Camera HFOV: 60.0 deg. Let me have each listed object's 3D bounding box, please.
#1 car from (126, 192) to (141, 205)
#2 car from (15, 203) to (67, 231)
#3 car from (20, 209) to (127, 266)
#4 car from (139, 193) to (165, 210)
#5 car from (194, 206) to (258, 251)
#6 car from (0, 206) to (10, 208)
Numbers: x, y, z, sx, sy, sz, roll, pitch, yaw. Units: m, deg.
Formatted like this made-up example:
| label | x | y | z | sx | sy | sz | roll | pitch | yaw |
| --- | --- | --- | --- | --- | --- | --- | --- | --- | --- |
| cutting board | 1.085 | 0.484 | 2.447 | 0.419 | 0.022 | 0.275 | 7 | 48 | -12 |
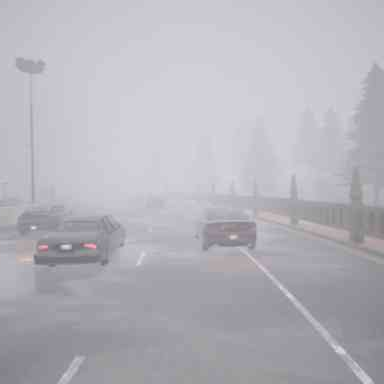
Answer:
| label | x | y | z | sx | sy | sz | roll | pitch | yaw |
| --- | --- | --- | --- | --- | --- | --- | --- | --- | --- |
| car | -7.867 | 0.834 | 46.817 | 2.097 | 1.767 | 4.553 | -1 | 1 | -24 |
| car | -7.588 | 1.365 | 17.783 | 1.837 | 1.490 | 4.892 | -1 | 1 | -6 |
| car | -3.420 | 1.442 | 11.135 | 2.033 | 1.411 | 5.357 | -1 | 1 | -4 |
| car | -4.197 | 1.083 | 35.963 | 1.837 | 1.490 | 4.892 | -1 | 1 | -17 |
| car | 1.180 | 1.287 | 13.310 | 1.882 | 1.535 | 5.008 | -1 | 1 | -4 |
| car | -18.468 | 1.289 | 34.047 | 1.837 | 1.490 | 4.892 | -1 | 1 | -18 |
